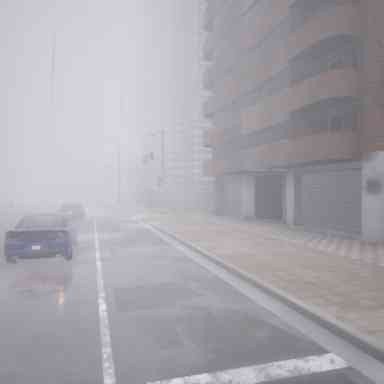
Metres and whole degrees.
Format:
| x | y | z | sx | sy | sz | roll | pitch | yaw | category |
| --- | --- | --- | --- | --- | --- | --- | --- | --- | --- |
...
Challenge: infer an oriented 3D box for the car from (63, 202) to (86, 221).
| x | y | z | sx | sy | sz | roll | pitch | yaw | category |
| --- | --- | --- | --- | --- | --- | --- | --- | --- | --- |
| -9.568 | 1.502 | 26.402 | 1.994 | 1.385 | 4.181 | 0 | 0 | -17 | car |

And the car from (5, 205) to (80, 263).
| x | y | z | sx | sy | sz | roll | pitch | yaw | category |
| --- | --- | --- | --- | --- | --- | --- | --- | --- | --- |
| -5.243 | 1.456 | 12.039 | 1.882 | 1.535 | 5.008 | 0 | 0 | -17 | car |

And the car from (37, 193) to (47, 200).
| x | y | z | sx | sy | sz | roll | pitch | yaw | category |
| --- | --- | --- | --- | --- | --- | --- | --- | --- | --- |
| -37.787 | 1.251 | 83.694 | 1.837 | 1.490 | 4.892 | 0 | 0 | -17 | car |
